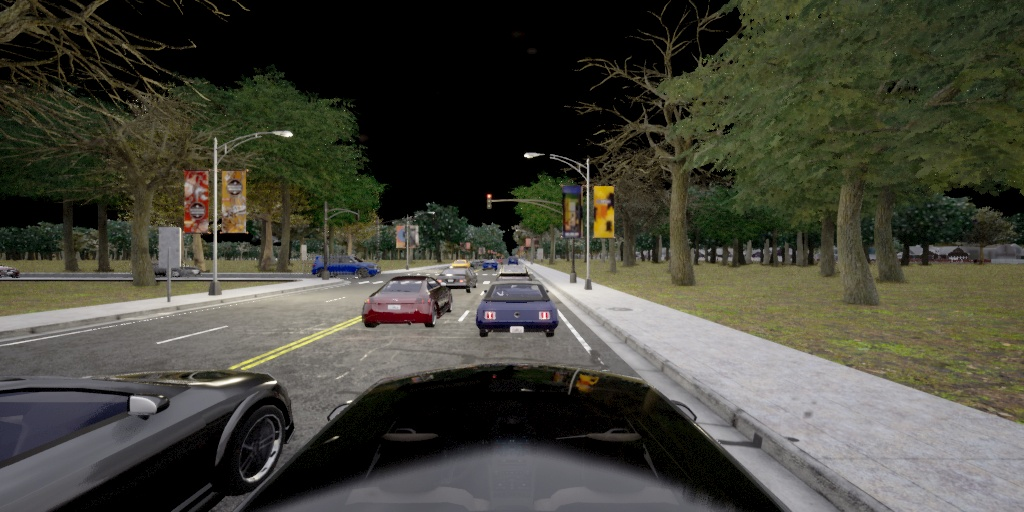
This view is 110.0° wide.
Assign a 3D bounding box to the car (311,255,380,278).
[{"bbox_3d":[-14.680,0.967,31.780,5.566,2.045,2.150,0,0,-4],"label":"car"}]

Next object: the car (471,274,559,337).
[{"bbox_3d":[0.123,1.351,10.190,1.895,1.301,4.718,0,0,0],"label":"car"}]

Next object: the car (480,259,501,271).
[{"bbox_3d":[-2.998,1.242,51.040,1.882,1.535,5.008,0,0,0],"label":"car"}]

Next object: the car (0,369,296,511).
[{"bbox_3d":[-3.152,1.314,1.862,1.994,1.385,4.181,0,0,0],"label":"car"}]

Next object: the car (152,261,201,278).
[{"bbox_3d":[-30.260,1.212,31.575,4.902,1.511,2.128,0,0,0],"label":"car"}]

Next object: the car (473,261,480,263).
[{"bbox_3d":[-6.435,1.369,54.915,1.895,1.301,4.718,0,0,0],"label":"car"}]

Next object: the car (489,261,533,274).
[{"bbox_3d":[0.129,1.243,19.444,2.128,1.511,4.902,0,0,1],"label":"car"}]

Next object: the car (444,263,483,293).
[{"bbox_3d":[-3.098,1.299,20.667,2.033,1.411,5.357,0,0,0],"label":"car"}]

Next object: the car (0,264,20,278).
[{"bbox_3d":[-46.630,1.234,31.659,4.674,1.442,1.812,0,0,0],"label":"car"}]

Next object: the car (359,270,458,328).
[{"bbox_3d":[-3.117,1.314,11.426,1.994,1.385,4.181,0,0,-1],"label":"car"}]

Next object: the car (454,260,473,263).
[{"bbox_3d":[-6.474,1.239,45.465,1.882,1.535,5.008,0,0,0],"label":"car"}]
